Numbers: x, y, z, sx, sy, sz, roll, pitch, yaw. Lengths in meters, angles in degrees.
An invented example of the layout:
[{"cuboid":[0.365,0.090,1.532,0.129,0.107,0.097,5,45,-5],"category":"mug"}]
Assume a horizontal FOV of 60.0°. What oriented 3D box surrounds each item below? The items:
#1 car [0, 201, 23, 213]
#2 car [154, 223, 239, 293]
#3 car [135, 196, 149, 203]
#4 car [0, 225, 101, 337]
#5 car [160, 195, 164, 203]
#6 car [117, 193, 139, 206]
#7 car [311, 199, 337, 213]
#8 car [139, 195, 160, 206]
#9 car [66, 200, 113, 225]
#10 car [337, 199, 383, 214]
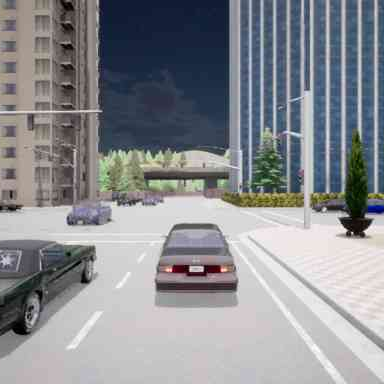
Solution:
[{"cuboid":[-21.050,1.601,35.950,4.718,1.301,1.895,0,0,1],"category":"car"},{"cuboid":[0.093,1.547,8.998,2.033,1.411,5.357,0,0,0],"category":"car"},{"cuboid":[-10.361,1.547,68.855,2.033,1.411,5.357,0,0,0],"category":"car"},{"cuboid":[-3.425,1.601,6.659,1.895,1.301,4.718,0,0,1],"category":"car"},{"cuboid":[-6.887,1.351,67.242,2.097,1.767,4.553,0,0,1],"category":"car"},{"cuboid":[-10.485,1.222,53.913,2.150,2.045,5.566,0,0,0],"category":"car"},{"cuboid":[15.665,1.505,36.560,4.892,1.490,1.837,0,0,0],"category":"car"},{"cuboid":[-6.978,1.352,54.879,2.097,1.767,4.553,0,0,0],"category":"car"},{"cuboid":[-7.054,1.352,23.238,2.097,1.767,4.553,0,0,0],"category":"car"},{"cuboid":[17.616,1.477,33.076,5.008,1.535,1.882,0,0,0],"category":"car"}]
